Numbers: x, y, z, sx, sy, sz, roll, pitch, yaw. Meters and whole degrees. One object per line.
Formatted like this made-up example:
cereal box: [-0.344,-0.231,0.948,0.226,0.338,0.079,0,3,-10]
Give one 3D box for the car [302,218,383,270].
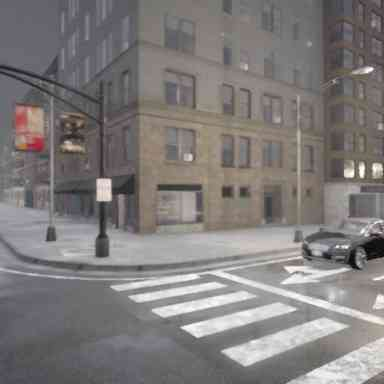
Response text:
car: [5.947,1.696,11.910,4.902,1.511,2.128,1,-1,-35]
